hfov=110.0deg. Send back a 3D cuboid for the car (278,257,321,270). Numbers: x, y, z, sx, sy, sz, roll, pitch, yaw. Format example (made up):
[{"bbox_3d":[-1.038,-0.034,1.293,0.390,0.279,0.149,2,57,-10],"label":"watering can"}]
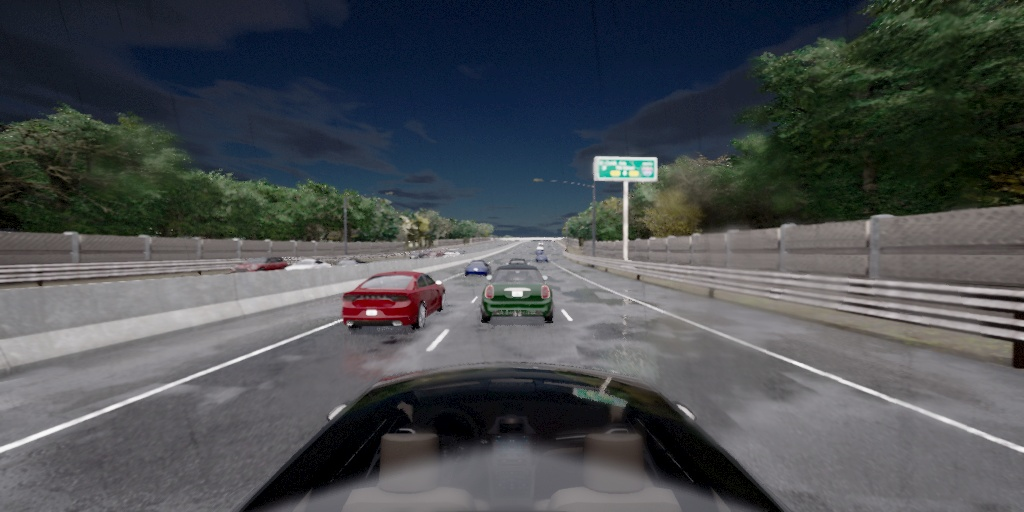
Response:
[{"bbox_3d":[-17.204,1.013,30.447,1.812,1.442,4.674,0,1,1],"label":"car"}]

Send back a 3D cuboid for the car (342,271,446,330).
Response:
[{"bbox_3d":[-3.340,1.193,11.064,1.882,1.535,5.008,0,0,0],"label":"car"}]

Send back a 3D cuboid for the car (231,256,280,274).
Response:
[{"bbox_3d":[-20.721,0.851,29.694,2.097,1.767,4.553,0,1,2],"label":"car"}]

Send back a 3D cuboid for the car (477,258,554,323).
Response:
[{"bbox_3d":[0.172,1.062,12.150,2.097,1.767,4.553,0,0,1],"label":"car"}]

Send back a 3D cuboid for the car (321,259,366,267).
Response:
[{"bbox_3d":[-13.707,1.017,30.284,1.812,1.442,4.674,0,1,2],"label":"car"}]

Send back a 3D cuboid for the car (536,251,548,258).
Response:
[{"bbox_3d":[5.069,0.285,61.460,1.994,1.385,4.181,0,2,3],"label":"car"}]

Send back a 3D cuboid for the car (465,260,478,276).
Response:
[{"bbox_3d":[-2.966,1.032,31.897,1.994,1.385,4.181,0,1,2],"label":"car"}]
